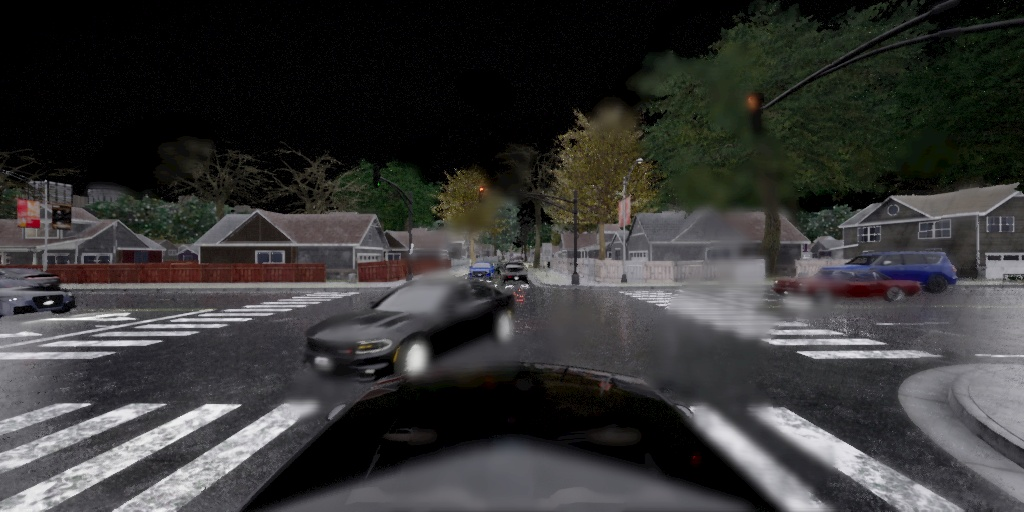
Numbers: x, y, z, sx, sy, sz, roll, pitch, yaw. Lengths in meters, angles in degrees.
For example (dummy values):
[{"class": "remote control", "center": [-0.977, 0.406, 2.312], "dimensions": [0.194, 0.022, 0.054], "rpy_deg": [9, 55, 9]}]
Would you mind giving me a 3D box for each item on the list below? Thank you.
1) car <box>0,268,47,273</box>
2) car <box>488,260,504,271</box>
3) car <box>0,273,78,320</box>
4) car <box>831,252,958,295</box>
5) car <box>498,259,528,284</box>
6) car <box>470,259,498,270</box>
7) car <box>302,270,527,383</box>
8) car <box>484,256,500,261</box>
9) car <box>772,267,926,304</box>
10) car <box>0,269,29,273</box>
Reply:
[{"class": "car", "center": [-27.019, 1.392, 18.979], "dimensions": [4.902, 1.511, 2.128], "rpy_deg": [0, 0, 1]}, {"class": "car", "center": [-2.261, 1.330, 51.954], "dimensions": [2.033, 1.411, 5.357], "rpy_deg": [0, 0, 1]}, {"class": "car", "center": [-17.596, 1.410, 12.128], "dimensions": [4.181, 1.385, 1.994], "rpy_deg": [0, 0, 1]}, {"class": "car", "center": [18.890, 0.849, 18.235], "dimensions": [5.566, 2.045, 2.150], "rpy_deg": [0, 0, 3]}, {"class": "car", "center": [0.140, 1.266, 27.021], "dimensions": [1.837, 1.490, 4.892], "rpy_deg": [-2, 0, -3]}, {"class": "car", "center": [-2.589, 1.241, 31.401], "dimensions": [1.882, 1.535, 5.008], "rpy_deg": [0, 0, 1]}, {"class": "car", "center": [-1.622, 1.227, 7.365], "dimensions": [1.882, 1.535, 5.008], "rpy_deg": [-1, 0, 26]}, {"class": "car", "center": [-2.394, 0.993, 41.637], "dimensions": [2.150, 2.045, 5.566], "rpy_deg": [0, 0, 1]}, {"class": "car", "center": [13.839, 1.259, 15.069], "dimensions": [4.718, 1.301, 1.895], "rpy_deg": [0, 0, 1]}, {"class": "car", "center": [-25.291, 1.439, 15.700], "dimensions": [5.357, 1.411, 2.033], "rpy_deg": [0, 0, 1]}]
